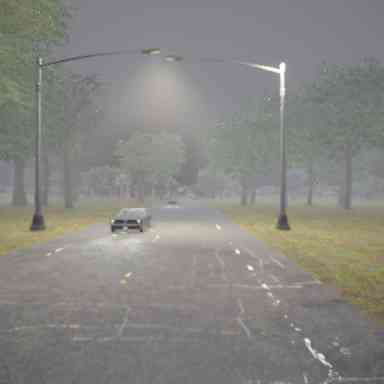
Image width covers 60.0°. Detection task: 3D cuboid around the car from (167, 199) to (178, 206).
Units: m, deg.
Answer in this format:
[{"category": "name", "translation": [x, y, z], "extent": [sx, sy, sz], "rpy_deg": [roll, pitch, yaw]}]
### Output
[{"category": "car", "translation": [-3.545, 1.883, 61.814], "extent": [1.895, 1.301, 4.718], "rpy_deg": [0, 0, 0]}]

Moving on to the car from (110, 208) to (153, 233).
[{"category": "car", "translation": [-3.602, 1.668, 20.271], "extent": [1.895, 1.301, 4.718], "rpy_deg": [0, 0, 0]}]
